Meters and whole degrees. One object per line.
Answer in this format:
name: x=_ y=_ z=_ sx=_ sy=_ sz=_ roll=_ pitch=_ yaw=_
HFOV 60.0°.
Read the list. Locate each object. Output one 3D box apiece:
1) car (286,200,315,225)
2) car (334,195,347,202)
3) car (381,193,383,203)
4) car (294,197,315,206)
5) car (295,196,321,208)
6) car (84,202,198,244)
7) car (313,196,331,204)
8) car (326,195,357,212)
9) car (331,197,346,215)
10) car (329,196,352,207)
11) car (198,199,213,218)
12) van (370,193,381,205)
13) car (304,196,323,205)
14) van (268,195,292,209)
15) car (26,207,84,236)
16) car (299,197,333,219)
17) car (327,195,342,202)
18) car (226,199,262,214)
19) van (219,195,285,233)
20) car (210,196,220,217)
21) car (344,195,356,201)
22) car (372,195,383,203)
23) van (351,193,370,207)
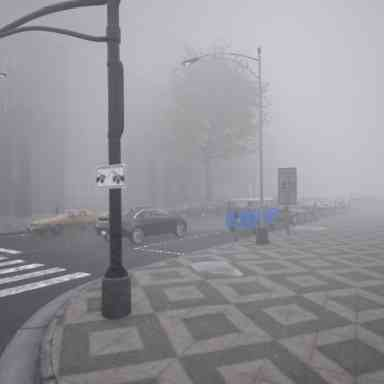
car: x=6.582 y=1.422 z=22.760 sx=1.947 sy=1.339 sz=4.313 roll=-1 pitch=0 yaw=36
car: x=33.210 y=1.415 z=74.317 sx=1.887 sy=1.381 sz=4.507 roll=-1 pitch=-1 yaw=36
car: x=31.990 y=1.274 z=58.039 sx=1.752 sy=1.417 sz=4.829 roll=-1 pitch=-1 yaw=36
car: x=18.076 y=1.492 z=53.305 sx=1.947 sy=1.339 sz=4.313 roll=-1 pitch=0 yaw=36
car: x=15.996 y=1.386 z=45.696 sx=2.128 sy=1.511 sz=4.902 roll=-1 pitch=-1 yaw=36
car: x=-2.142 y=1.429 z=15.379 sx=2.128 sy=1.511 sz=4.902 roll=-1 pitch=-1 yaw=36
car: x=24.259 y=1.453 z=61.889 sx=2.008 sy=1.369 sz=4.403 roll=-1 pitch=-1 yaw=36
car: x=16.073 y=1.363 z=35.938 sx=2.008 sy=1.369 sz=4.403 roll=-1 pitch=0 yaw=36
car: x=12.910 y=1.408 z=31.546 sx=1.802 sy=1.307 sz=4.206 roll=-1 pitch=0 yaw=36
car: x=21.839 y=1.376 z=48.674 sx=2.033 sy=1.411 sz=5.357 roll=-1 pitch=-1 yaw=36
car: x=-0.469 y=1.552 z=27.555 sx=1.887 sy=1.381 sz=4.507 roll=-1 pitch=0 yaw=36
van: x=28.725 y=1.102 z=53.510 sx=1.690 sy=1.788 sz=3.998 roll=-1 pitch=-1 yaw=36
car: x=21.068 y=1.440 z=57.460 sx=1.752 sy=1.417 sz=4.829 roll=-1 pitch=-1 yaw=36
van: x=11.892 y=1.292 z=44.723 sx=1.690 sy=1.788 sz=3.998 roll=-1 pitch=0 yaw=36
car: x=-6.757 y=1.564 z=18.836 sx=1.752 sy=1.417 sz=4.829 roll=-1 pitch=0 yaw=36
car: x=9.745 y=1.385 z=27.153 sx=1.887 sy=1.381 sz=4.507 roll=-1 pitch=0 yaw=36
car: x=30.028 y=1.432 z=69.900 sx=2.008 sy=1.369 sz=4.403 roll=-1 pitch=-1 yaw=36
car: x=5.713 y=1.529 z=36.139 sx=2.008 sy=1.369 sz=4.403 roll=-1 pitch=0 yaw=36
van: x=3.416 y=1.212 z=18.370 sx=1.690 sy=1.788 sz=3.998 roll=-1 pitch=0 yaw=36
car: x=2.618 y=1.307 z=31.848 sx=2.192 sy=1.841 sz=5.009 roll=-1 pitch=0 yaw=36
car: x=39.574 y=1.401 z=83.153 sx=2.008 sy=1.369 sz=4.403 roll=-1 pitch=-1 yaw=36
car: x=35.055 y=1.304 z=62.294 sx=1.947 sy=1.339 sz=4.313 roll=-1 pitch=-1 yaw=36
van: x=22.397 y=1.127 z=44.725 sx=1.690 sy=1.788 sz=3.998 roll=-1 pitch=0 yaw=36
